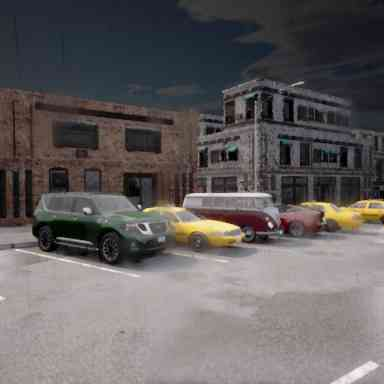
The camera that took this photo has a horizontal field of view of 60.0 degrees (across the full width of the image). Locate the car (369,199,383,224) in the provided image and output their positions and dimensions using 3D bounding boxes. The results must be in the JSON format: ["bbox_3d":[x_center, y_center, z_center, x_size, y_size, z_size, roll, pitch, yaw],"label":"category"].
[{"bbox_3d":[11.139,1.216,21.417,5.366,1.575,1.946,0,1,35],"label":"car"}]

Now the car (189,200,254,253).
[{"bbox_3d":[-0.606,1.265,12.844,5.366,1.575,1.946,0,0,35],"label":"car"}]

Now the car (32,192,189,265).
[{"bbox_3d":[-3.144,1.028,11.253,5.566,2.045,2.435,0,0,35],"label":"car"}]

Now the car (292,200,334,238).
[{"bbox_3d":[4.035,1.278,16.315,4.792,1.488,2.163,0,1,35],"label":"car"}]

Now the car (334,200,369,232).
[{"bbox_3d":[6.320,1.235,18.081,5.366,1.575,1.946,0,1,35],"label":"car"}]

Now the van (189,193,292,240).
[{"bbox_3d":[1.750,1.032,14.561,4.442,1.987,1.878,0,0,35],"label":"van"}]
